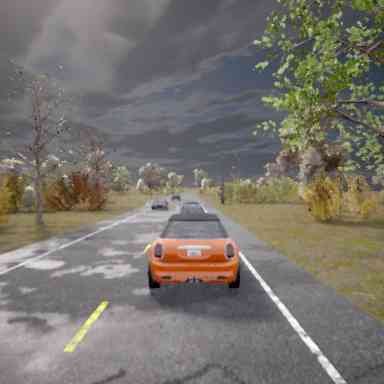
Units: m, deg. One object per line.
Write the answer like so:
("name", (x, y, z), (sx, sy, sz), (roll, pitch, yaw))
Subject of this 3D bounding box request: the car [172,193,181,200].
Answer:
("car", (-3.720, 1.185, 77.083), (1.837, 1.490, 4.892), (0, 0, -2))

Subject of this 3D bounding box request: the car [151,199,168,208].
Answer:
("car", (-3.815, 1.521, 40.417), (1.994, 1.385, 4.181), (0, 0, -1))

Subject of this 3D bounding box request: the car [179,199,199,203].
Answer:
("car", (0.003, 1.525, 27.104), (2.033, 1.411, 5.357), (0, 0, 0))

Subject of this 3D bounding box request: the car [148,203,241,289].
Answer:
("car", (0.057, 1.344, 9.317), (2.097, 1.767, 4.553), (0, 0, 0))

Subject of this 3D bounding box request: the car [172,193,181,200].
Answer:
("car", (-3.869, 1.080, 84.449), (2.097, 1.767, 4.553), (0, 0, 0))
